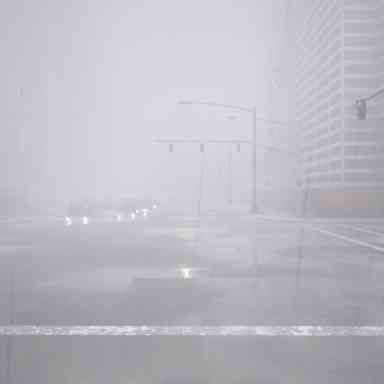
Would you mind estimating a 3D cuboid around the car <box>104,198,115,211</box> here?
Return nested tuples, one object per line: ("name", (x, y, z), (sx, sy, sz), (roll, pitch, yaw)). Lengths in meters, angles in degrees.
("car", (-10.514, 1.477, 41.848), (1.882, 1.535, 5.008), (0, 0, 0))

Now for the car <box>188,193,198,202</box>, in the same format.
("car", (0.148, 1.184, 74.335), (2.097, 1.767, 4.553), (0, 0, 0))

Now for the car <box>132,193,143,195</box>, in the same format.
("car", (-10.432, 1.477, 62.040), (1.882, 1.535, 5.008), (0, 0, 0))

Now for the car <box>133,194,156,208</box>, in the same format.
("car", (-7.001, 1.491, 48.181), (2.128, 1.511, 4.902), (0, 0, 0))

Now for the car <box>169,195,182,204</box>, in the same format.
("car", (-3.373, 1.491, 64.088), (2.128, 1.511, 4.902), (0, 0, 0))

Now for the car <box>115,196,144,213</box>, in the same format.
("car", (-7.024, 1.505, 37.830), (1.837, 1.490, 4.892), (0, 0, 0))

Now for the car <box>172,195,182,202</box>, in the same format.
("car", (-3.352, 1.354, 74.372), (2.128, 1.511, 4.902), (0, 0, 0))

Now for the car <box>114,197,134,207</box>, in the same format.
("car", (-10.492, 1.547, 51.759), (2.033, 1.411, 5.357), (0, 0, 0))

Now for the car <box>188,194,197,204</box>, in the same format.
("car", (0.127, 1.547, 64.081), (2.033, 1.411, 5.357), (0, 0, 0))

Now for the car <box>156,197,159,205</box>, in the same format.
("car", (-6.963, 1.601, 58.505), (1.895, 1.301, 4.718), (0, 0, 0))

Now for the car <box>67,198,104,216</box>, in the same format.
("car", (-10.572, 1.352, 32.716), (2.097, 1.767, 4.553), (0, 0, 1))
